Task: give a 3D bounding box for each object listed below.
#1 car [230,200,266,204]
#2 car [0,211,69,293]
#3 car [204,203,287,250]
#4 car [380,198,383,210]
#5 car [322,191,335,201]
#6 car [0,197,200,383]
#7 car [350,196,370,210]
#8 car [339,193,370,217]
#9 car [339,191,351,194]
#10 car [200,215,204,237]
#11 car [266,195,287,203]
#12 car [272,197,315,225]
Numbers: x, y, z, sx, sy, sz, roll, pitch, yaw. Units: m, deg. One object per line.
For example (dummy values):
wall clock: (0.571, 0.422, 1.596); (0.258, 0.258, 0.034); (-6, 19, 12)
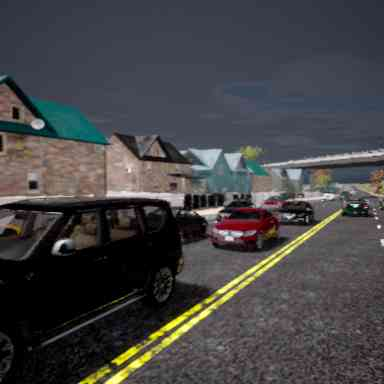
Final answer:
car: (3.278, 1.327, 22.400); (1.812, 1.442, 4.674); (1, 1, 28)
car: (-5.135, 1.320, 6.693); (1.882, 1.535, 5.008); (1, 1, 28)
car: (2.430, 1.404, 13.957); (1.812, 1.442, 4.674); (1, 1, 28)
car: (23.933, 1.294, 40.154); (2.097, 1.767, 4.553); (1, 1, 29)
car: (29.197, 0.812, 70.775); (2.150, 2.045, 5.566); (1, 1, 28)
car: (-2.163, 1.124, 5.345); (2.150, 2.045, 5.566); (1, 1, 28)
car: (21.455, 1.374, 42.407); (2.128, 1.511, 4.902); (1, 1, 29)
car: (15.087, 1.251, 30.537); (2.097, 1.767, 4.553); (1, 1, 28)
car: (32.063, 0.872, 69.245); (2.150, 2.045, 5.566); (1, 1, 28)
car: (-0.896, 1.385, 14.623); (1.994, 1.385, 4.181); (1, 1, 28)
car: (7.919, 1.135, 31.055); (2.097, 1.767, 4.553); (1, 1, 29)
car: (7.237, 1.362, 22.882); (1.837, 1.490, 4.892); (1, 1, 28)
